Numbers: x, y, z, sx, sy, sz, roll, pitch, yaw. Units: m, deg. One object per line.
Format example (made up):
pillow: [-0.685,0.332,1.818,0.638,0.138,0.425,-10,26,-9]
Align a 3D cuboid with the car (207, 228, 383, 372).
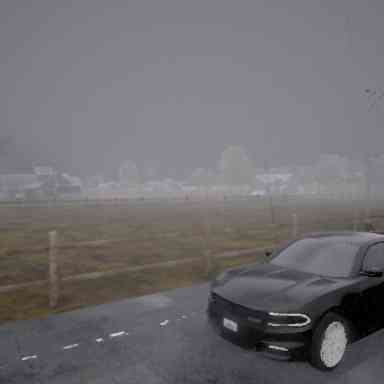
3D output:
car: [2.531,1.448,5.799,5.008,1.535,1.882,0,0,-36]
